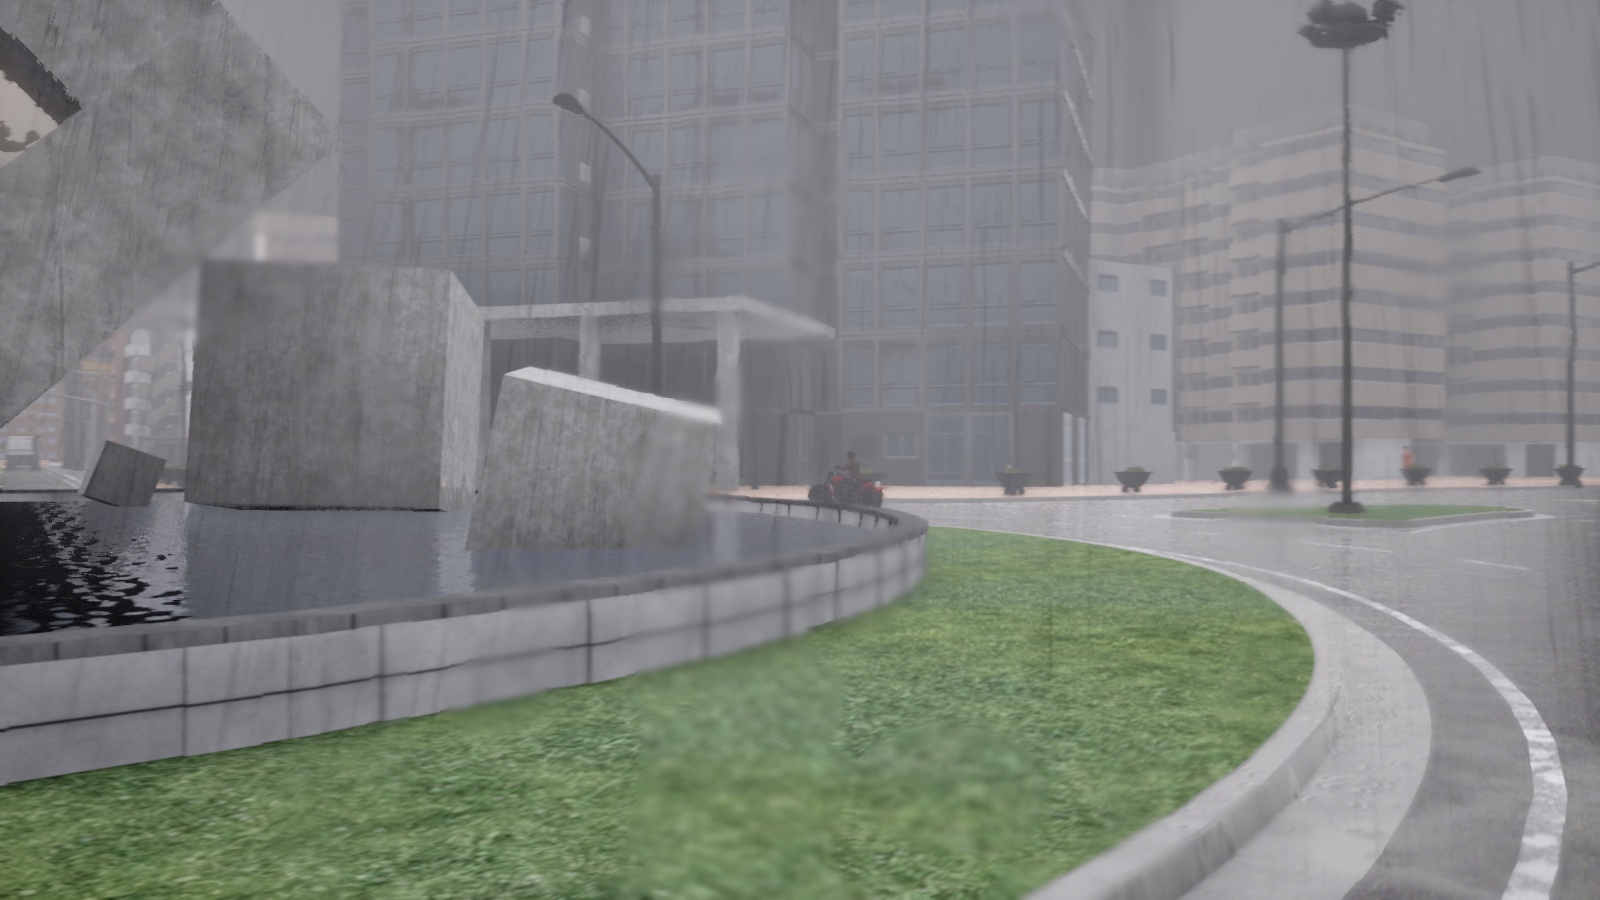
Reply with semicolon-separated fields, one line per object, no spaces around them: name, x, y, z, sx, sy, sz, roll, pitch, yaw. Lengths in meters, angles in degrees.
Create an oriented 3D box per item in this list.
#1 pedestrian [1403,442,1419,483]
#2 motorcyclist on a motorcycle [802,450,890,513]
pedestrian;27.829;0.578;57.200;0.594;1.836;0.345;0;0;-29
motorcyclist on a motorcycle;1.248;0.838;34.142;2.350;1.649;0.766;-1;0;36
